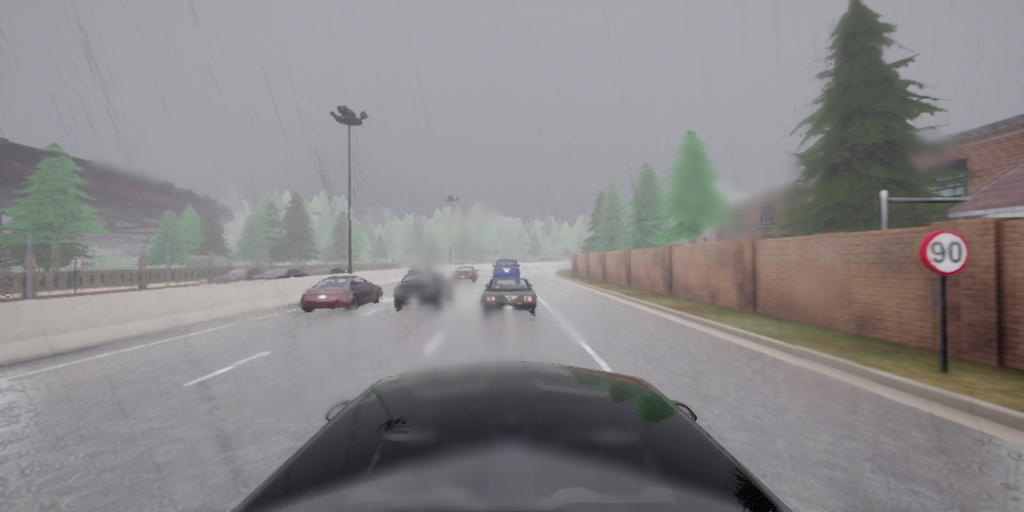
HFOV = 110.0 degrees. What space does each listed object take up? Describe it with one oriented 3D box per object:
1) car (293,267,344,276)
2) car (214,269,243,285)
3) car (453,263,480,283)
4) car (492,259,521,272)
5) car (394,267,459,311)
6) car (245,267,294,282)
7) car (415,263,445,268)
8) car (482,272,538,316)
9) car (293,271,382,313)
[{"bbox_3d":[-14.586,1.671,28.104,1.837,1.490,4.892,-1,0,-1],"label":"car"},{"bbox_3d":[-21.601,1.773,29.047,1.812,1.442,4.674,-1,-1,-1],"label":"car"},{"bbox_3d":[-3.998,1.623,31.796,1.812,1.442,4.674,-1,-1,-1],"label":"car"},{"bbox_3d":[-0.451,1.264,29.883,2.150,2.045,5.566,-1,-1,-1],"label":"car"},{"bbox_3d":[-3.649,1.434,15.574,1.837,1.490,4.892,-1,0,-1],"label":"car"},{"bbox_3d":[-18.089,1.681,28.241,1.882,1.535,5.008,-1,-1,-1],"label":"car"},{"bbox_3d":[-7.467,1.612,30.686,2.128,1.511,4.902,-1,-1,-1],"label":"car"},{"bbox_3d":[-0.116,1.478,14.052,1.895,1.301,4.718,-1,-1,-1],"label":"car"},{"bbox_3d":[-7.147,1.526,15.437,1.994,1.385,4.181,-1,-1,-1],"label":"car"}]
